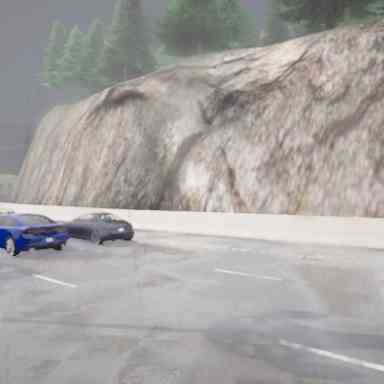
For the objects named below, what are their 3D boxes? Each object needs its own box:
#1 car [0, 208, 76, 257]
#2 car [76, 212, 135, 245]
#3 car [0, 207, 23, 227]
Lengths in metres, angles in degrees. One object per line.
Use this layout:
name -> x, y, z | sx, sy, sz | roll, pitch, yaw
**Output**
car -> -7.111, 1.612, 13.773 | 5.008, 1.535, 1.882 | 0, 0, 40
car -> -4.740, 1.697, 16.348 | 4.181, 1.385, 1.994 | -1, 0, 40
car -> -14.784, 1.861, 25.381 | 4.718, 1.301, 1.895 | -1, 0, 44
